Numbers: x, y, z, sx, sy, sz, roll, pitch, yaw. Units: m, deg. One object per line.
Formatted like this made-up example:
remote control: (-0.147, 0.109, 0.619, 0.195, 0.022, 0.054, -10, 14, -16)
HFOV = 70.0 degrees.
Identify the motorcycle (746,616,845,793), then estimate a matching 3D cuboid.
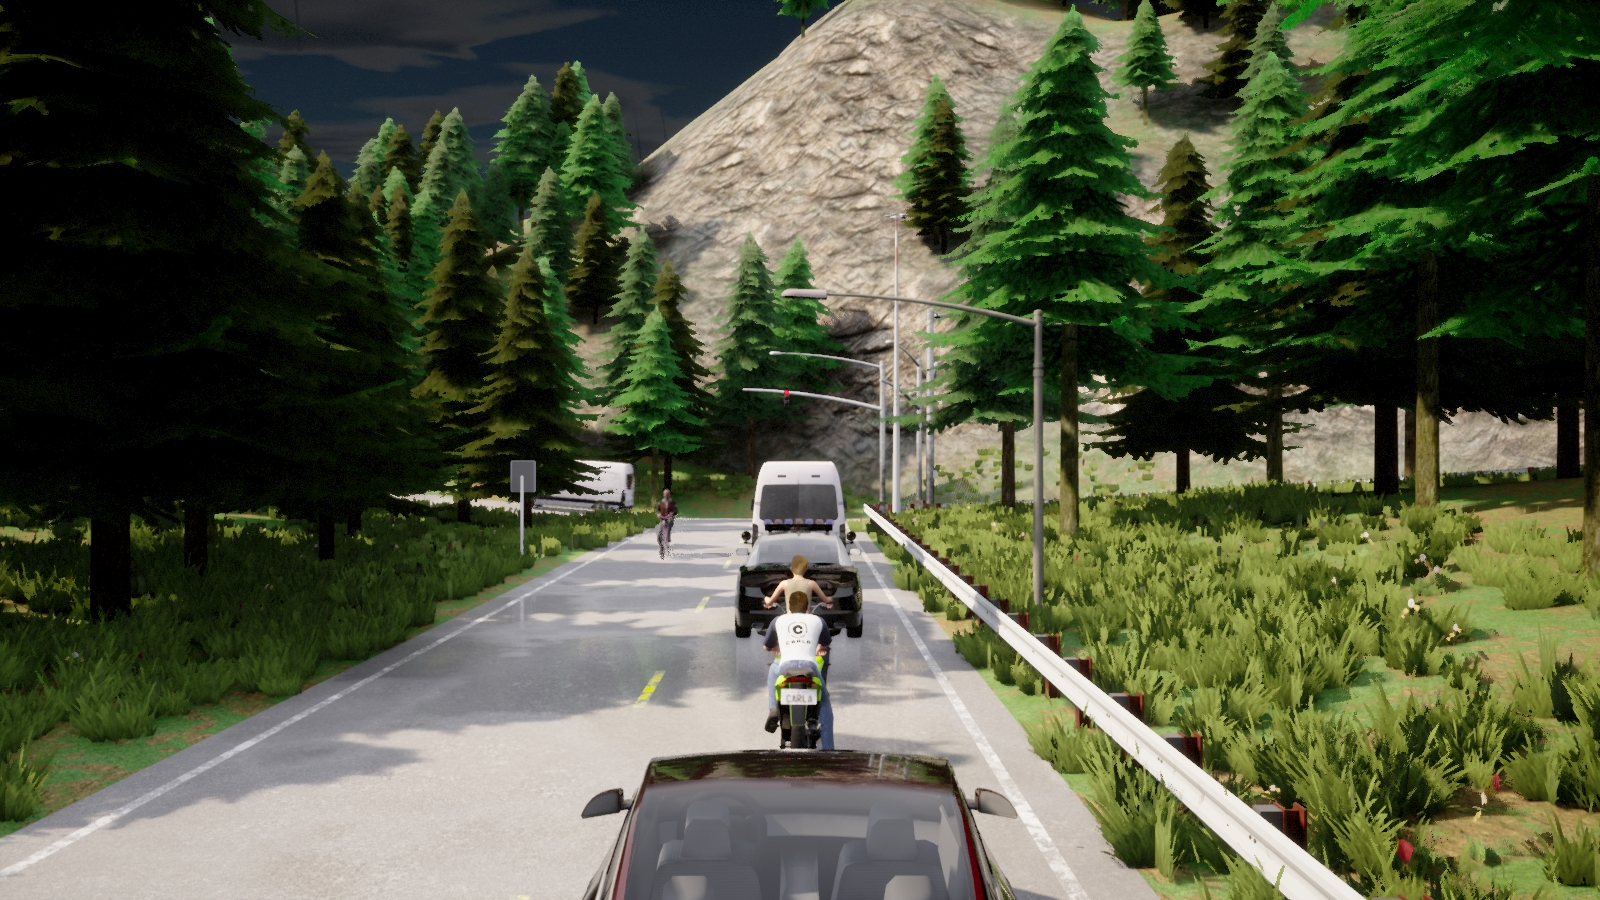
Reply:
motorcycle: (-0.033, 2.213, 10.287, 0.803, 1.145, 2.033, 0, 0, 0)

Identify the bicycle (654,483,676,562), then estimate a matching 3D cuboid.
bicycle: (-3.486, 1.836, 29.486, 0.329, 1.919, 1.835, 0, 0, 0)

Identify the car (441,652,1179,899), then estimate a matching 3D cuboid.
car: (0.027, 2.063, 5.080, 2.163, 1.488, 4.792, 0, 0, 0)

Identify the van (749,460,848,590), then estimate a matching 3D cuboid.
van: (-0.039, 1.534, 25.918, 1.988, 2.561, 5.915, 0, 0, 0)

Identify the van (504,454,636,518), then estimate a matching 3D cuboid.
van: (-11.304, 1.739, 56.369, 5.915, 2.561, 1.988, 5, 1, 5)

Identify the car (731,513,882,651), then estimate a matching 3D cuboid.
car: (0.090, 1.982, 18.501, 2.097, 1.638, 5.238, 0, 0, 0)
